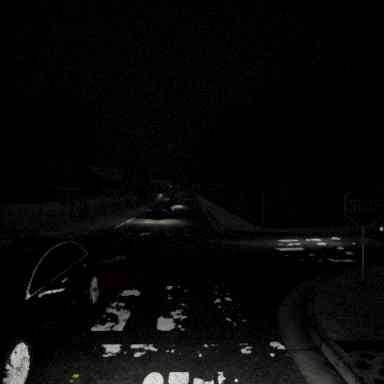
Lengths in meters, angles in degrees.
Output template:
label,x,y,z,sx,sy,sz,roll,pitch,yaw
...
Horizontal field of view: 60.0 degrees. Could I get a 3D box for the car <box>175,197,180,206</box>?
label,x,y,z,sx,sy,sz,roll,pitch,yaw
car,-2.920,1.537,55.338,1.895,1.301,4.718,0,0,0

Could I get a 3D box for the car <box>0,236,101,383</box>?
label,x,y,z,sx,sy,sz,roll,pitch,yaw
car,-2.773,1.530,5.024,1.837,1.490,4.892,0,0,0

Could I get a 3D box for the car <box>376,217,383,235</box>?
label,x,y,z,sx,sy,sz,roll,pitch,yaw
car,10.381,1.223,13.942,4.902,1.511,2.128,-1,0,0

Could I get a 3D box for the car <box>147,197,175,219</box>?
label,x,y,z,sx,sy,sz,roll,pitch,yaw
car,-2.840,1.491,29.659,1.882,1.535,5.008,0,0,0
